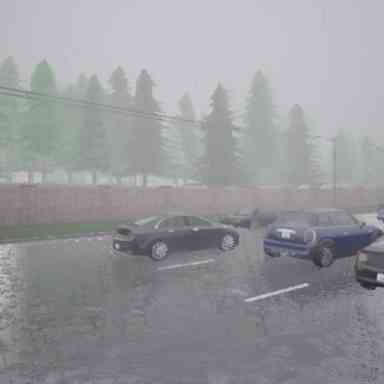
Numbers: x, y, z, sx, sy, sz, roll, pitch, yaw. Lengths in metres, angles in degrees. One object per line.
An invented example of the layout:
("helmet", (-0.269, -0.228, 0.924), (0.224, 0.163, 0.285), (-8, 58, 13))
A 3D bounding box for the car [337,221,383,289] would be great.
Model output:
("car", (5.599, 1.496, 7.754), (4.674, 1.442, 1.812), (0, 0, -36))

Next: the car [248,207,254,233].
("car", (3.974, 1.552, 19.475), (4.718, 1.301, 1.895), (0, 0, -36))

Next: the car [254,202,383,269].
("car", (4.579, 1.318, 11.309), (4.553, 1.767, 2.097), (0, 0, -35))

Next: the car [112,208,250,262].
("car", (-0.412, 1.483, 12.050), (4.892, 1.490, 1.837), (0, 0, -35))
